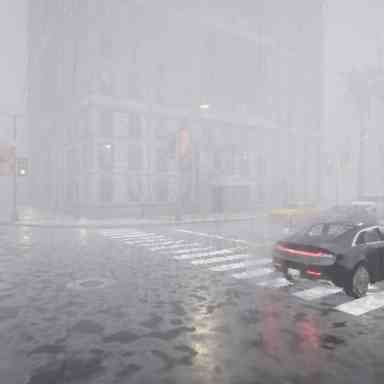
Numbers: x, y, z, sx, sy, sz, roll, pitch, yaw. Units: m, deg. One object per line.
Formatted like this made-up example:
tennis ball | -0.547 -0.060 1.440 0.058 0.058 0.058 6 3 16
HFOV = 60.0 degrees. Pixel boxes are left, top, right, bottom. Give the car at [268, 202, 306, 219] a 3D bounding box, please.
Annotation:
car | 7.596 1.478 23.757 5.008 1.535 1.882 0 0 -35

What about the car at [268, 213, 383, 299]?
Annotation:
car | 4.157 1.499 8.478 4.902 1.511 2.128 0 0 -35

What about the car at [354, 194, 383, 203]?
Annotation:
car | 15.985 1.221 29.520 5.566 2.045 2.150 0 0 -34

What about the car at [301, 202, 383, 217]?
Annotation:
car | 9.571 1.547 20.871 5.357 1.411 2.033 0 0 -35
